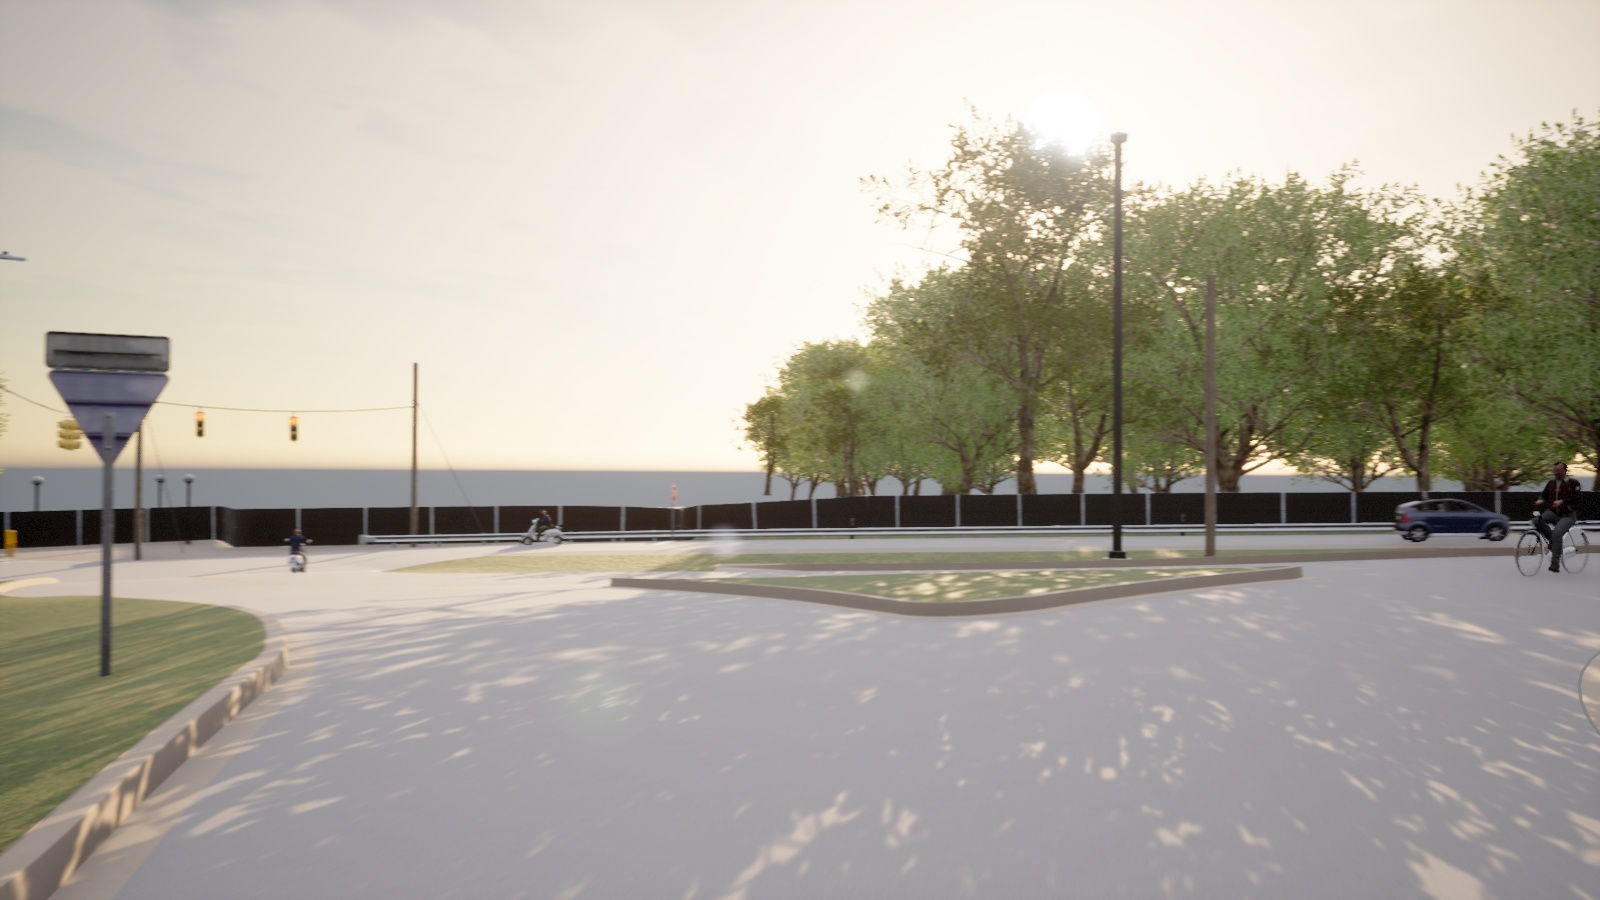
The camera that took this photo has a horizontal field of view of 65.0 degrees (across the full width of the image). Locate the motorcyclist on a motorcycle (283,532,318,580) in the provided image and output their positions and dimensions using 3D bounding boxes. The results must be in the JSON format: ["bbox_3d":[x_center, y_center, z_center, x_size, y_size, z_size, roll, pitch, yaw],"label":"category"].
[{"bbox_3d":[-17.615,3.729,44.334,0.866,1.590,1.817,0,-2,-13],"label":"motorcyclist on a motorcycle"}]

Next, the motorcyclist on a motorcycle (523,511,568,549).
[{"bbox_3d":[-11.286,3.550,55.807,1.817,1.590,0.866,-2,-1,-4],"label":"motorcyclist on a motorcycle"}]

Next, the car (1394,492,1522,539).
[{"bbox_3d":[23.699,2.347,45.349,3.705,1.549,1.789,-2,-1,14],"label":"car"}]

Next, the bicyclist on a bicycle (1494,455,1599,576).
[{"bbox_3d":[11.549,0.973,19.280,1.843,1.776,0.659,0,0,-28],"label":"bicyclist on a bicycle"}]
